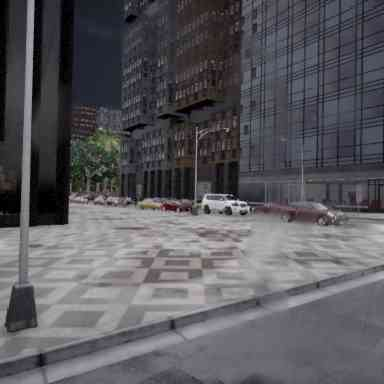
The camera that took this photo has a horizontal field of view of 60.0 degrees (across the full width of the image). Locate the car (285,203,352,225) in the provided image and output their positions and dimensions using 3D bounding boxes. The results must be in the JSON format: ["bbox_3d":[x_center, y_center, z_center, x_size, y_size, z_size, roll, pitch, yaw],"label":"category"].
[{"bbox_3d":[9.259,1.562,24.604,1.994,1.385,4.181,2,-1,-36],"label":"car"}]

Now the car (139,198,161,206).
[{"bbox_3d":[-7.377,1.722,58.040,2.008,1.369,4.403,2,-1,-35],"label":"car"}]

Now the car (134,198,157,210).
[{"bbox_3d":[-4.666,1.466,39.555,1.752,1.417,4.829,2,-1,-35],"label":"car"}]

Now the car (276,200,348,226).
[{"bbox_3d":[7.961,1.367,21.847,1.967,1.590,4.097,2,-1,-37],"label":"car"}]

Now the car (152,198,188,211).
[{"bbox_3d":[-2.819,1.502,41.577,2.128,1.511,4.902,2,-1,-35],"label":"car"}]

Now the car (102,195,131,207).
[{"bbox_3d":[-11.134,1.386,48.632,1.967,1.590,4.097,2,-1,-35],"label":"car"}]

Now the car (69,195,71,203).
[{"bbox_3d":[-23.876,1.386,66.507,1.967,1.590,4.097,2,-1,-35],"label":"car"}]

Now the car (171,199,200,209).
[{"bbox_3d":[-1.007,1.718,49.103,2.008,1.369,4.403,2,-1,-35],"label":"car"}]

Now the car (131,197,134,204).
[{"bbox_3d":[-11.245,1.624,58.709,1.812,1.442,4.674,2,-1,-35],"label":"car"}]

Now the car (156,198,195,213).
[{"bbox_3d":[-1.579,1.482,35.225,1.887,1.381,4.507,2,-1,-35],"label":"car"}]

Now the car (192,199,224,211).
[{"bbox_3d":[2.080,1.690,44.774,1.752,1.417,4.829,2,-1,-35],"label":"car"}]

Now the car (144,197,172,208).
[{"bbox_3d":[-5.172,1.589,50.263,2.128,1.511,4.902,2,-1,-35],"label":"car"}]

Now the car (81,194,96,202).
[{"bbox_3d":[-26.482,1.484,84.849,2.192,1.841,5.009,2,-1,-35],"label":"car"}]

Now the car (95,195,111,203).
[{"bbox_3d":[-20.290,1.513,75.515,2.097,1.767,4.553,2,-1,-35],"label":"car"}]

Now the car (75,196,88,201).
[{"bbox_3d":[-29.770,1.694,89.452,1.752,1.417,4.829,2,-1,-35],"label":"car"}]

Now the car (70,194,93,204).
[{"bbox_3d":[-20.593,1.472,61.898,1.752,1.417,4.829,2,-1,-35],"label":"car"}]

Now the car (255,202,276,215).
[{"bbox_3d":[8.547,1.740,35.700,1.802,1.307,4.206,2,-1,-35],"label":"car"}]

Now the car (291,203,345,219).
[{"bbox_3d":[11.732,1.720,31.232,1.947,1.339,4.313,2,-1,-35],"label":"car"}]

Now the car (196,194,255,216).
[{"bbox_3d":[3.217,1.226,33.098,2.150,2.045,5.566,2,-1,-35],"label":"car"}]

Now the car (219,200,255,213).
[{"bbox_3d":[5.363,1.727,40.167,1.947,1.339,4.313,2,-1,-35],"label":"car"}]

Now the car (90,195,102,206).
[{"bbox_3d":[-14.322,1.529,53.098,1.802,1.307,4.206,2,-1,-35],"label":"car"}]

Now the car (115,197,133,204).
[{"bbox_3d":[-13.747,1.736,66.975,1.947,1.339,4.313,2,-1,-35],"label":"car"}]
